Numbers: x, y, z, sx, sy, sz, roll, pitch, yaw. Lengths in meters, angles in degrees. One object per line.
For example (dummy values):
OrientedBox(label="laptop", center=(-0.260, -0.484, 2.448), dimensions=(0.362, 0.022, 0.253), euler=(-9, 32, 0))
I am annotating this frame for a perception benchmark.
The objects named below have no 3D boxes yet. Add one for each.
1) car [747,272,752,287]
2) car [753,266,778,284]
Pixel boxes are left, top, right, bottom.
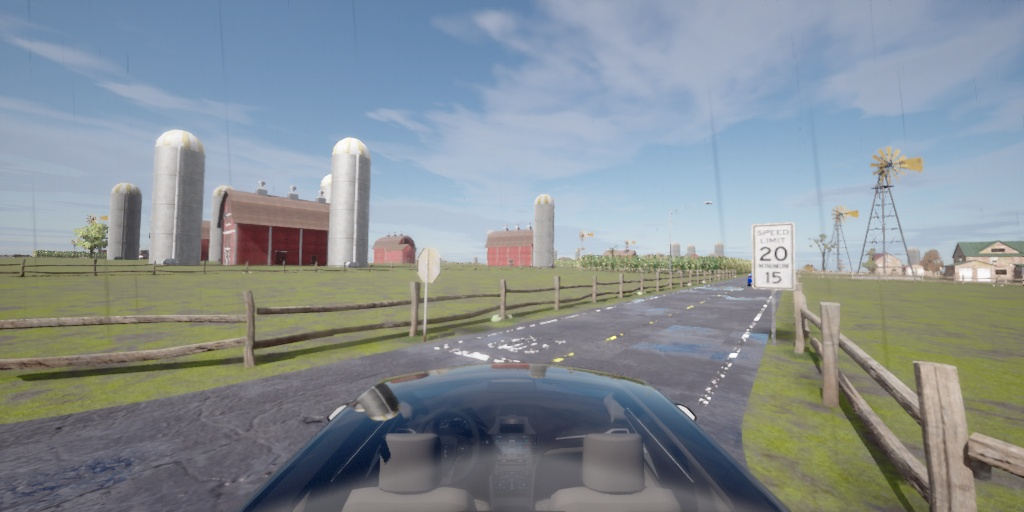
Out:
OrientedBox(label="car", center=(24.314, 2.207, 35.051), dimensions=(1.882, 1.535, 5.008), euler=(-1, -2, 38))
OrientedBox(label="car", center=(30.578, 2.202, 43.182), dimensions=(2.150, 2.045, 5.566), euler=(-1, -2, 38))
